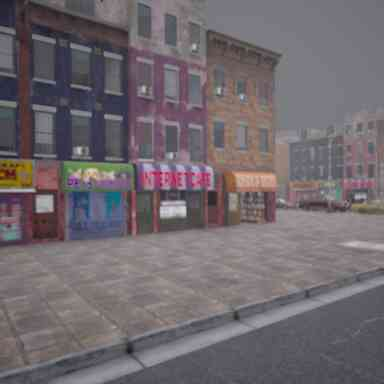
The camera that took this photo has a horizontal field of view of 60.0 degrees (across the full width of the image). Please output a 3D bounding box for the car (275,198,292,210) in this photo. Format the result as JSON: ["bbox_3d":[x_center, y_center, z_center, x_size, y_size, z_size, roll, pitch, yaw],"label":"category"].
[{"bbox_3d":[10.019,1.375,38.011,1.802,1.307,4.206,-1,0,-35],"label":"car"}]

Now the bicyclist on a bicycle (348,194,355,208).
[{"bbox_3d":[17.737,1.037,36.909,1.656,1.620,0.582,-1,0,-35],"label":"bicyclist on a bicycle"}]

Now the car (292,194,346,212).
[{"bbox_3d":[13.182,1.094,33.571,2.192,1.841,5.009,-1,0,-35],"label":"car"}]

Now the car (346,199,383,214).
[{"bbox_3d":[16.449,1.290,28.995,1.752,1.417,4.829,-1,0,-35],"label":"car"}]
